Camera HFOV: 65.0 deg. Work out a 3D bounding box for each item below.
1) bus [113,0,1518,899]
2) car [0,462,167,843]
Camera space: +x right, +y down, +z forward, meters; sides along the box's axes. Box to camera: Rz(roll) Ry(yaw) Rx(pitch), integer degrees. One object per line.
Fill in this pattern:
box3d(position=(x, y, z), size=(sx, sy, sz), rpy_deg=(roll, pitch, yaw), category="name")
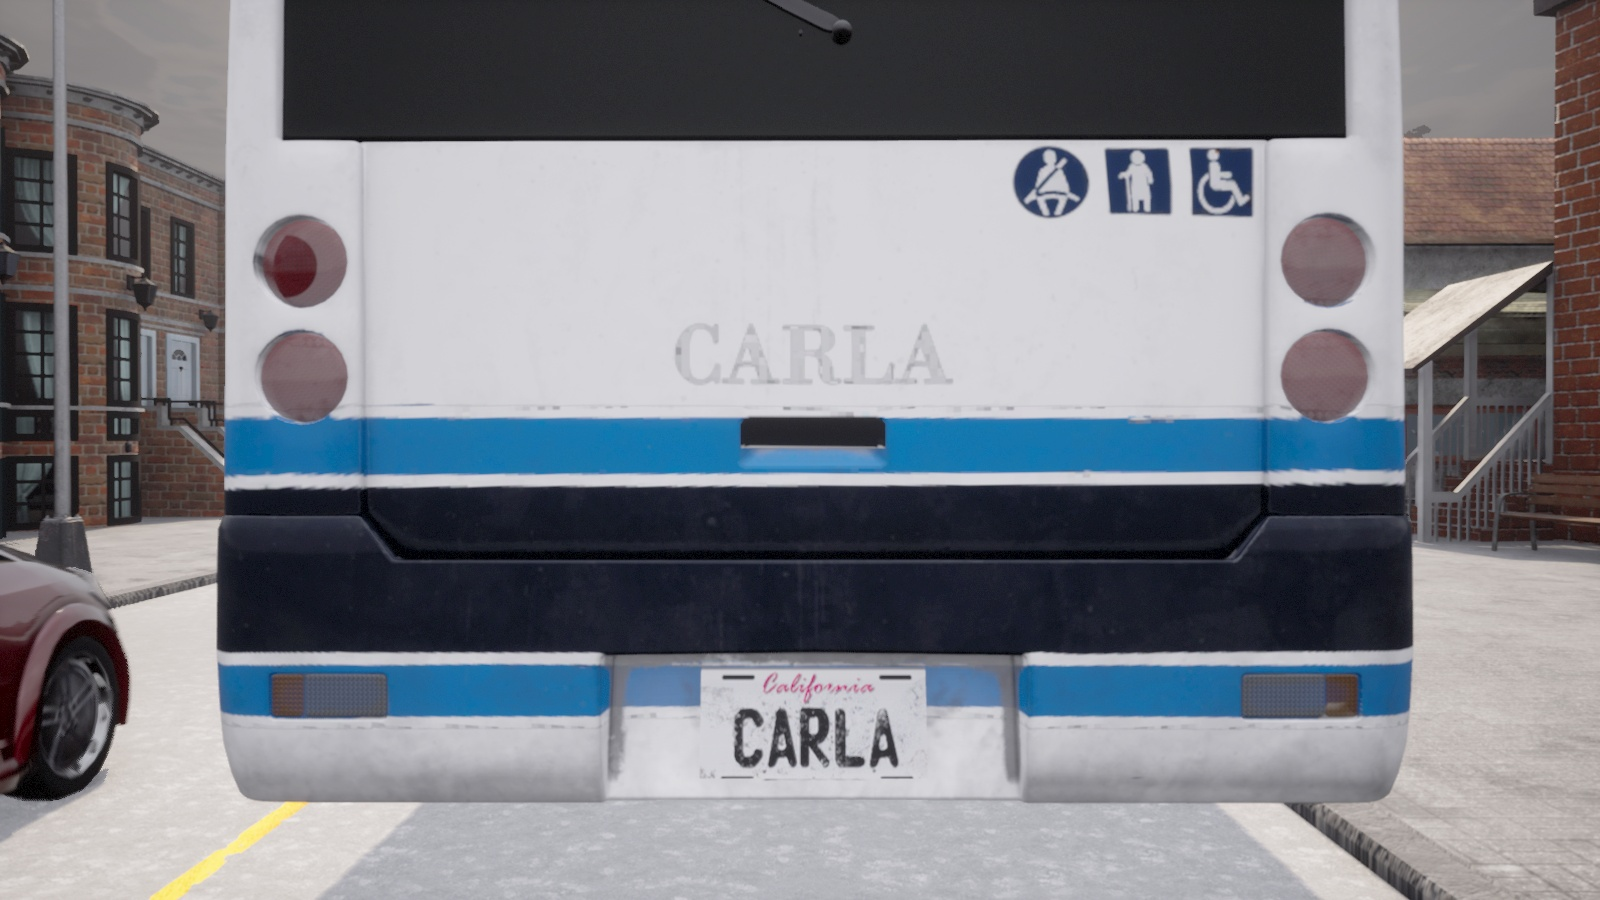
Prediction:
box3d(position=(0.065, -0.712, 8.667), size=(3.944, 4.253, 10.273), rpy_deg=(0, 1, 0), category="bus")
box3d(position=(-3.964, 0.771, 3.769), size=(1.994, 1.385, 4.181), rpy_deg=(0, 1, 0), category="car")
